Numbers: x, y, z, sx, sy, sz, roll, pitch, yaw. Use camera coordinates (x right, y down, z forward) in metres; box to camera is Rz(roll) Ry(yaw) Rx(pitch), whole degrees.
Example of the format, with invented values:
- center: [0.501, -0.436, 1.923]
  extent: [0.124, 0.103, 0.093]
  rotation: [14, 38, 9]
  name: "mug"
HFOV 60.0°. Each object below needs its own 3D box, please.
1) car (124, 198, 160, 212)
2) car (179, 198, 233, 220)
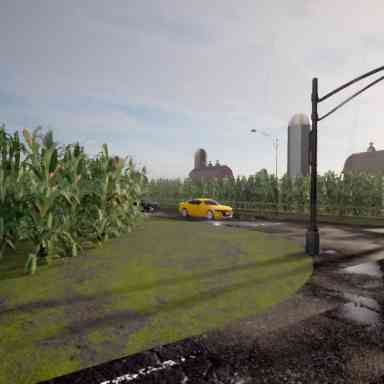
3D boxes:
- center: [-5.171, 1.323, 33.949]
  extent: [1.895, 1.301, 4.718]
  rotation: [2, 0, -38]
  name: "car"
- center: [1.023, 1.280, 26.020]
  extent: [1.882, 1.535, 5.008]
  rotation: [2, 0, -38]
  name: "car"
